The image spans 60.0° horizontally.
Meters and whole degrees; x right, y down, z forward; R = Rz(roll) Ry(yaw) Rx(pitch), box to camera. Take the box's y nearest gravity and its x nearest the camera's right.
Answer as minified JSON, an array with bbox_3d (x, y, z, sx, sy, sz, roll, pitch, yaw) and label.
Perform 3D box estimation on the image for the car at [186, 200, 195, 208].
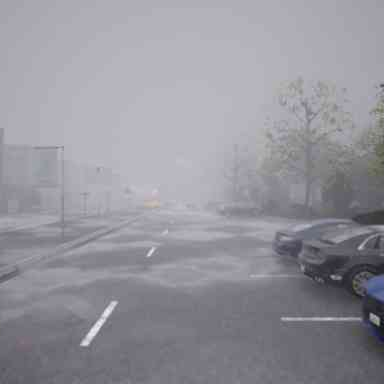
[{"bbox_3d":[-0.273,2.660,69.122,1.895,1.301,4.718,0,-2,-1],"label":"car"}]

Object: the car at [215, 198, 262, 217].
[{"bbox_3d":[5.124,1.731,35.617,4.553,1.767,2.185,0,-1,0],"label":"car"}]

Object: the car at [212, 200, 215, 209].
[{"bbox_3d":[5.052,1.932,38.785,4.674,1.452,2.002,0,-1,0],"label":"car"}]

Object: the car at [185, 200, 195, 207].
[{"bbox_3d":[-0.385,2.726,79.164,2.097,1.767,4.553,0,-3,2],"label":"car"}]

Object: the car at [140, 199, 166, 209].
[{"bbox_3d":[-7.362,2.220,63.039,4.553,1.767,2.185,0,-2,0],"label":"car"}]

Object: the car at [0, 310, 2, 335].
[{"bbox_3d":[-3.279,1.553,2.431,1.812,1.442,4.674,0,-1,-1],"label":"car"}]

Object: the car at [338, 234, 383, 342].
[{"bbox_3d":[5.092,1.531,4.732,5.008,1.535,2.097,0,-1,0],"label":"car"}]

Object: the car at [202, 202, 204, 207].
[{"bbox_3d":[5.066,2.329,62.370,5.366,1.575,1.946,0,-2,0],"label":"car"}]

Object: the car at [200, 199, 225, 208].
[{"bbox_3d":[4.709,2.571,76.208,5.566,2.045,2.435,0,-2,-1],"label":"car"}]

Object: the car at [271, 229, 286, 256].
[{"bbox_3d":[5.085,1.641,11.280,4.674,1.452,2.002,0,-1,0],"label":"car"}]

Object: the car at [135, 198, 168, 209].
[{"bbox_3d":[-7.553,2.262,60.117,5.366,1.575,1.946,0,-2,0],"label":"car"}]

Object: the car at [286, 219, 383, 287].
[{"bbox_3d":[5.082,1.567,8.005,4.892,1.521,2.231,0,-1,0],"label":"car"}]

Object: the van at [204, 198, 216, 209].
[{"bbox_3d":[4.788,2.028,59.581,4.442,1.987,1.878,0,-2,0],"label":"van"}]

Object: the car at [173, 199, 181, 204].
[{"bbox_3d":[-3.630,2.529,78.040,1.837,1.490,4.892,0,-2,-1],"label":"car"}]

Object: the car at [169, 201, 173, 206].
[{"bbox_3d":[-7.451,2.408,72.267,5.566,2.045,2.435,0,-2,-1],"label":"car"}]
